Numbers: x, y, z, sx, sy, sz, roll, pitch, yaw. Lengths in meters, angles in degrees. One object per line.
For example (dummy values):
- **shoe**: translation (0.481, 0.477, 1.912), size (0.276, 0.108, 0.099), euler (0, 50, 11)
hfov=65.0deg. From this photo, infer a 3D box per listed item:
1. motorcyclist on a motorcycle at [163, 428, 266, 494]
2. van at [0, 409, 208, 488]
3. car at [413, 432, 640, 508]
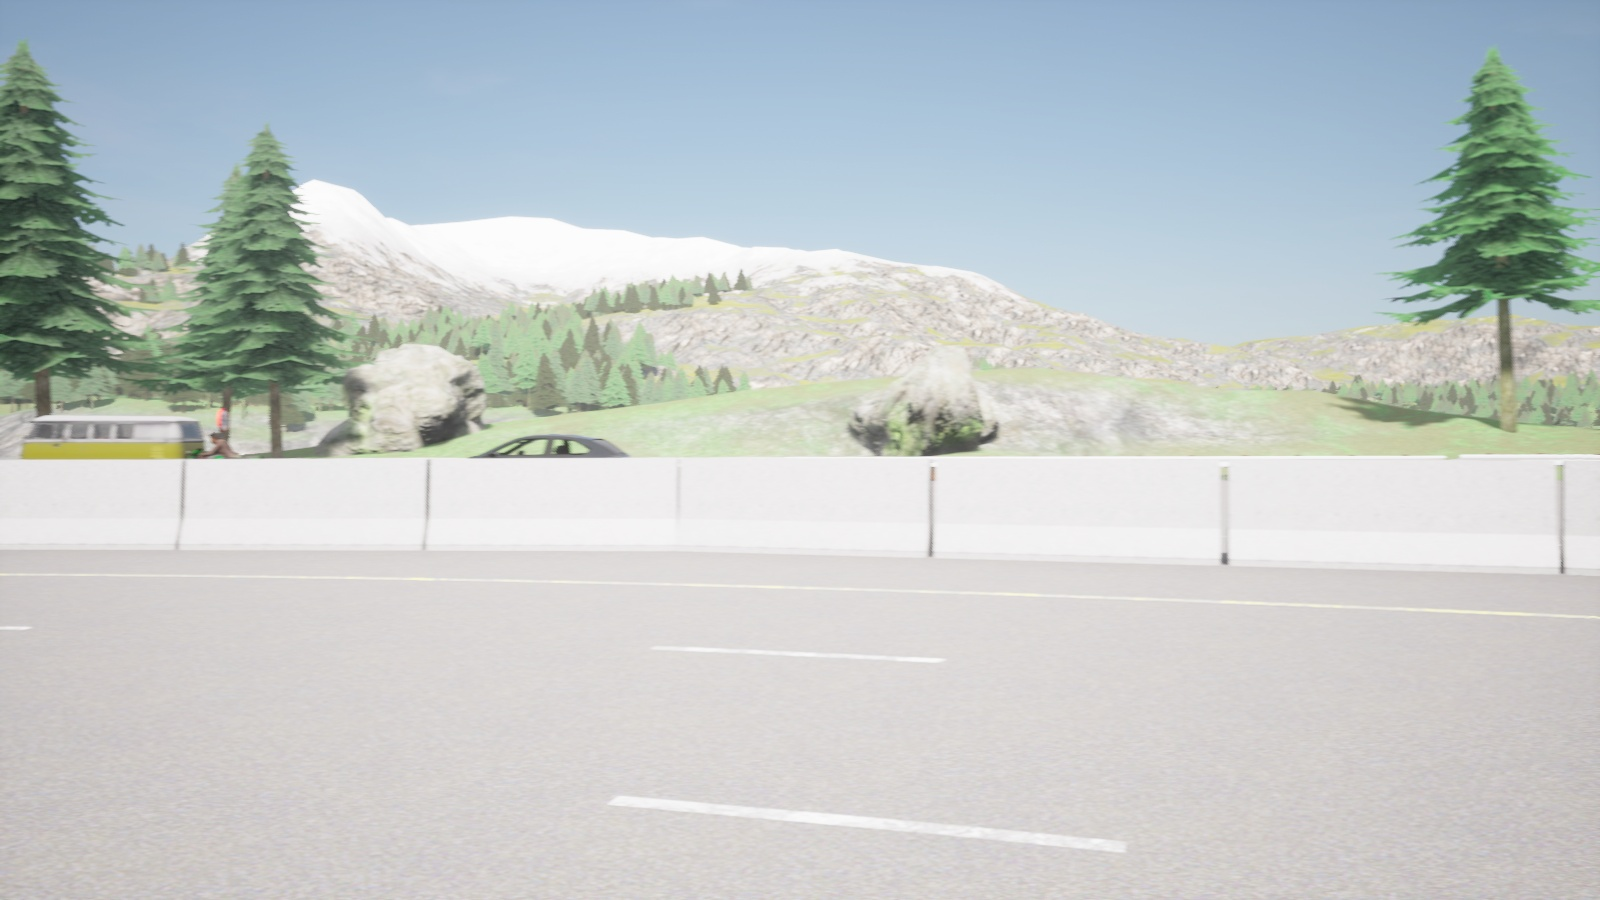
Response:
- **motorcyclist on a motorcycle**: translation (-13.807, 0.241, 29.652), size (2.044, 1.523, 0.797), euler (0, 1, -1)
- **van**: translation (-18.184, -0.057, 32.951), size (4.442, 1.987, 1.775), euler (0, 1, -3)
- **car**: translation (-5.566, 0.367, 25.792), size (4.193, 1.474, 1.816), euler (0, 1, 6)
